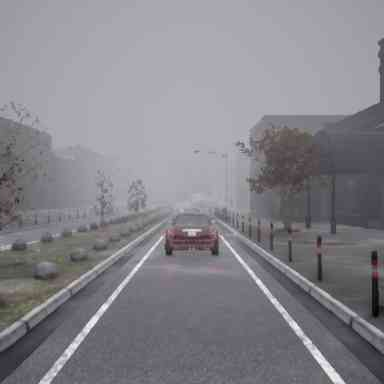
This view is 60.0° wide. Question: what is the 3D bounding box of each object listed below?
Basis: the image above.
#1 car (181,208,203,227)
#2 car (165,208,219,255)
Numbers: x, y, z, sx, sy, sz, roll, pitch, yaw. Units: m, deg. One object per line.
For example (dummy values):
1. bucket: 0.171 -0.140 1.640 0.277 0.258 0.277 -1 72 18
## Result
1. car: 0.000 2.224 29.677 1.837 1.490 4.892 0 -2 0
2. car: 0.000 1.645 14.646 2.097 1.767 4.553 0 -2 0
